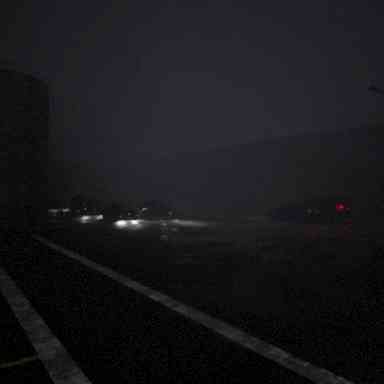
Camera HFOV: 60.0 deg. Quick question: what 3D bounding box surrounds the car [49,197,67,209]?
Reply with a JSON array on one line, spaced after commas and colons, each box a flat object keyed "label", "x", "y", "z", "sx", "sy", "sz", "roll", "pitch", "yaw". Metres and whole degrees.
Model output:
[{"label": "car", "x": -19.201, "y": 1.608, "z": 47.340, "sx": 1.812, "sy": 1.442, "sz": 4.674, "roll": 0, "pitch": 0, "yaw": -35}]

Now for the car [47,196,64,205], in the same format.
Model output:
[{"label": "car", "x": -26.185, "y": 1.620, "z": 63.595, "sx": 1.882, "sy": 1.535, "sz": 5.008, "roll": 1, "pitch": 0, "yaw": -35}]

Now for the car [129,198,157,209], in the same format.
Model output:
[{"label": "car", "x": -7.321, "y": 1.650, "z": 49.013, "sx": 2.128, "sy": 1.511, "sz": 4.902, "roll": 1, "pitch": 0, "yaw": -35}]

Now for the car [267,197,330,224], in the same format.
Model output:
[{"label": "car", "x": 8.225, "y": 1.510, "z": 26.787, "sx": 2.097, "sy": 1.767, "sz": 4.553, "roll": 1, "pitch": 0, "yaw": -35}]

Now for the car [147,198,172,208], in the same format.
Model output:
[{"label": "car", "x": -5.132, "y": 1.709, "z": 51.965, "sx": 1.812, "sy": 1.442, "sz": 4.674, "roll": 1, "pitch": 0, "yaw": -35}]

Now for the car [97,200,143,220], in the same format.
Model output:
[{"label": "car", "x": -6.288, "y": 1.645, "z": 28.866, "sx": 1.994, "sy": 1.385, "sz": 4.181, "roll": 1, "pitch": 0, "yaw": -35}]

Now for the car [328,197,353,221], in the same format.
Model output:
[{"label": "car", "x": 10.998, "y": 1.404, "z": 28.931, "sx": 2.150, "sy": 2.045, "sz": 5.566, "roll": 1, "pitch": 0, "yaw": -35}]

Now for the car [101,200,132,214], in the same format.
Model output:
[{"label": "car", "x": -8.803, "y": 1.669, "z": 38.565, "sx": 1.994, "sy": 1.385, "sz": 4.181, "roll": 1, "pitch": 0, "yaw": -35}]

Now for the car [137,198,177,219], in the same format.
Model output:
[{"label": "car", "x": -3.245, "y": 1.598, "z": 30.621, "sx": 2.128, "sy": 1.511, "sz": 4.902, "roll": 1, "pitch": 0, "yaw": -35}]

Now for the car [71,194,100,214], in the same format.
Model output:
[{"label": "car", "x": -11.605, "y": 1.299, "z": 36.467, "sx": 2.150, "sy": 2.045, "sz": 5.566, "roll": 0, "pitch": 0, "yaw": -35}]
